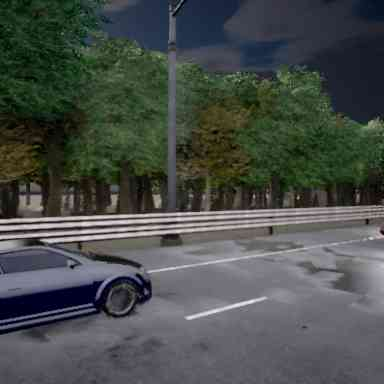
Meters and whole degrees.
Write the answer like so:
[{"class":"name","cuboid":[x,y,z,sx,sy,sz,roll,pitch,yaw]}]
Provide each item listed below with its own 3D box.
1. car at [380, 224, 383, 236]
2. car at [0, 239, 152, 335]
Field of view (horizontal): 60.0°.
[{"class":"car","cuboid":[11.060,1.705,15.933,4.718,1.301,1.895,0,0,-36]},{"class":"car","cuboid":[-2.841,1.569,6.019,4.181,1.385,1.994,0,0,-35]}]
